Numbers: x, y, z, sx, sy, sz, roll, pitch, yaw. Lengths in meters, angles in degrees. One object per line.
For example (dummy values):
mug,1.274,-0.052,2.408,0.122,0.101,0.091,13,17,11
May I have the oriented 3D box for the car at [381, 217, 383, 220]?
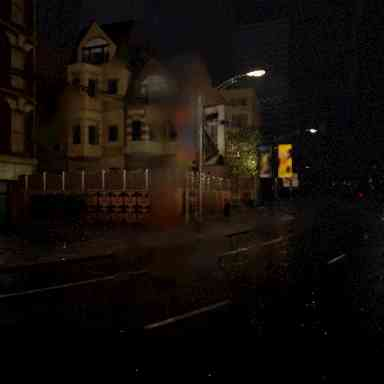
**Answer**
car,10.324,1.562,15.963,1.837,1.490,4.892,0,0,31
